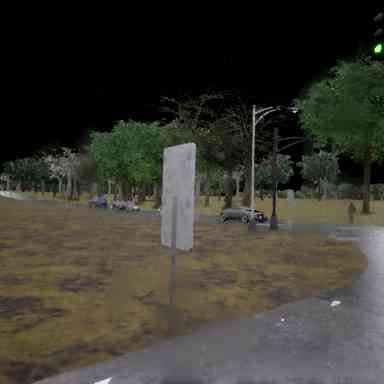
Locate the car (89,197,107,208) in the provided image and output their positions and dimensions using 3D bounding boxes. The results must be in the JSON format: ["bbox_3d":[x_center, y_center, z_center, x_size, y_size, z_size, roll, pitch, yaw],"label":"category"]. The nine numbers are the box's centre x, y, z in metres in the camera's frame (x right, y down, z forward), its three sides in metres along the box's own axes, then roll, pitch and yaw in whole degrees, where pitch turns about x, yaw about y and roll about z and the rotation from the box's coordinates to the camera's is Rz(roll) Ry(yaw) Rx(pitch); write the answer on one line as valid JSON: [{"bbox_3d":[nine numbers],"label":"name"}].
[{"bbox_3d":[-18.389,1.964,65.207,2.150,2.045,5.566,3,-2,-36],"label":"car"}]

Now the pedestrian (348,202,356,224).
[{"bbox_3d":[13.333,1.718,27.800,0.375,1.860,0.375,2,-1,-36],"label":"pedestrian"}]

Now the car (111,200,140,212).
[{"bbox_3d":[-8.748,1.959,45.487,2.128,1.511,4.902,3,-2,-35],"label":"car"}]

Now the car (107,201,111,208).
[{"bbox_3d":[-12.300,2.188,56.728,1.837,1.490,4.892,3,-2,-36],"label":"car"}]

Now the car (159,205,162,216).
[{"bbox_3d":[-1.784,1.855,35.783,2.128,1.511,4.902,3,-2,-36],"label":"car"}]

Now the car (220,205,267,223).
[{"bbox_3d":[4.186,1.804,27.492,1.994,1.385,4.181,3,-2,-35],"label":"car"}]
